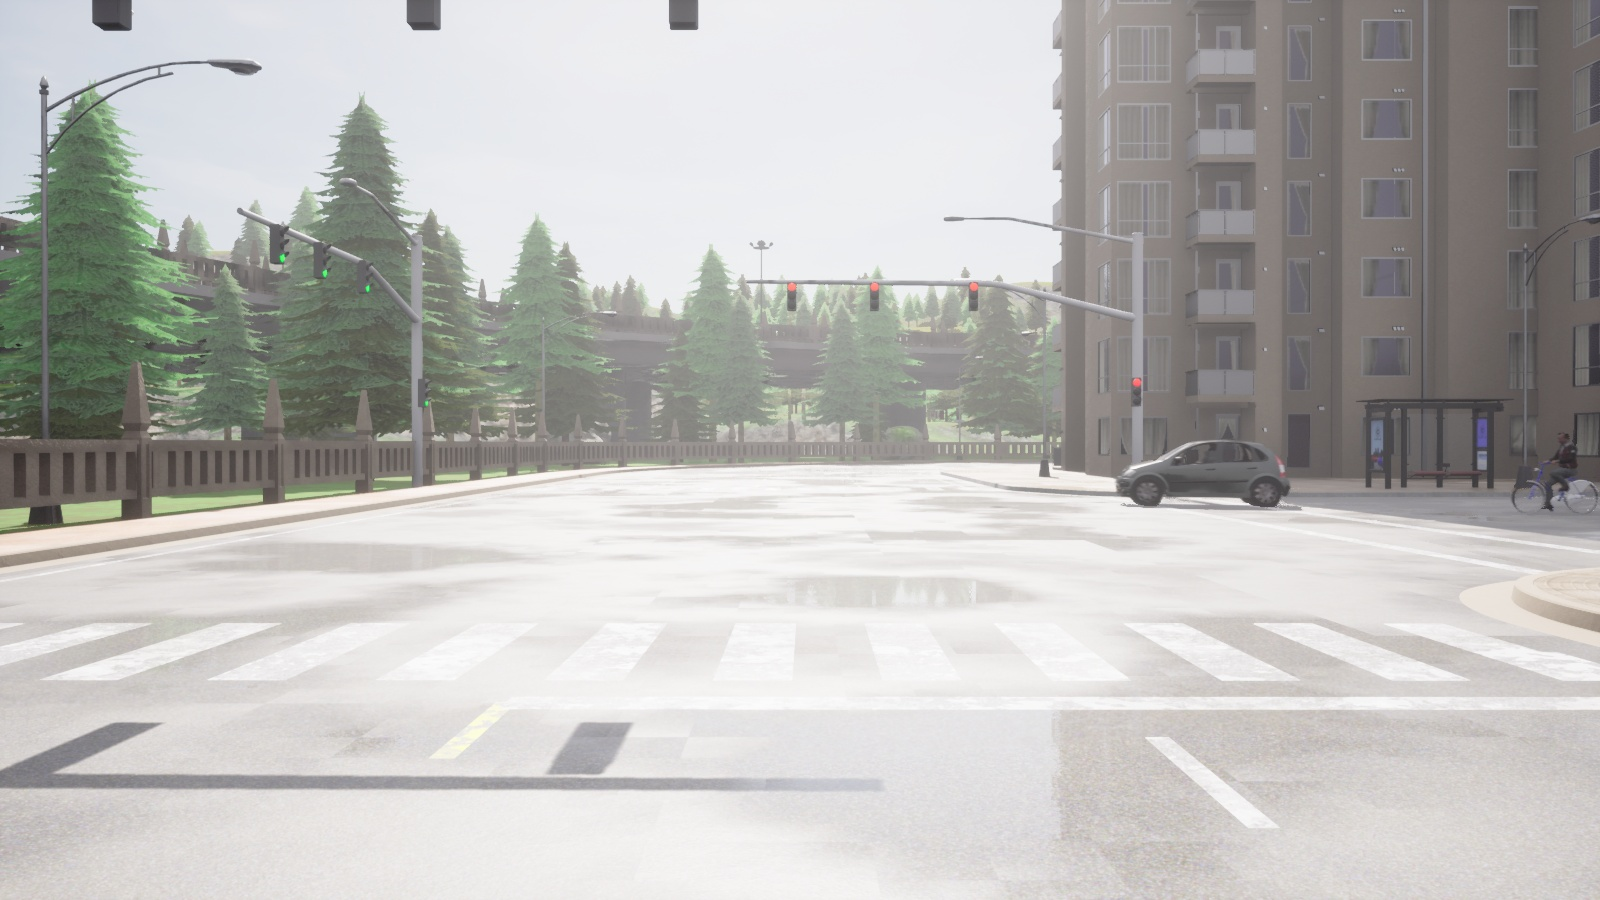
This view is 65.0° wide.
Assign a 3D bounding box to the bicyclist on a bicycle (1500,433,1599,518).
[{"bbox_3d":[16.006,0.535,26.727,1.843,1.776,0.659,0,0,-1],"label":"bicyclist on a bicycle"}]

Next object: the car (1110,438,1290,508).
[{"bbox_3d":[9.681,0.531,30.673,3.988,1.617,1.851,0,0,10],"label":"car"}]
